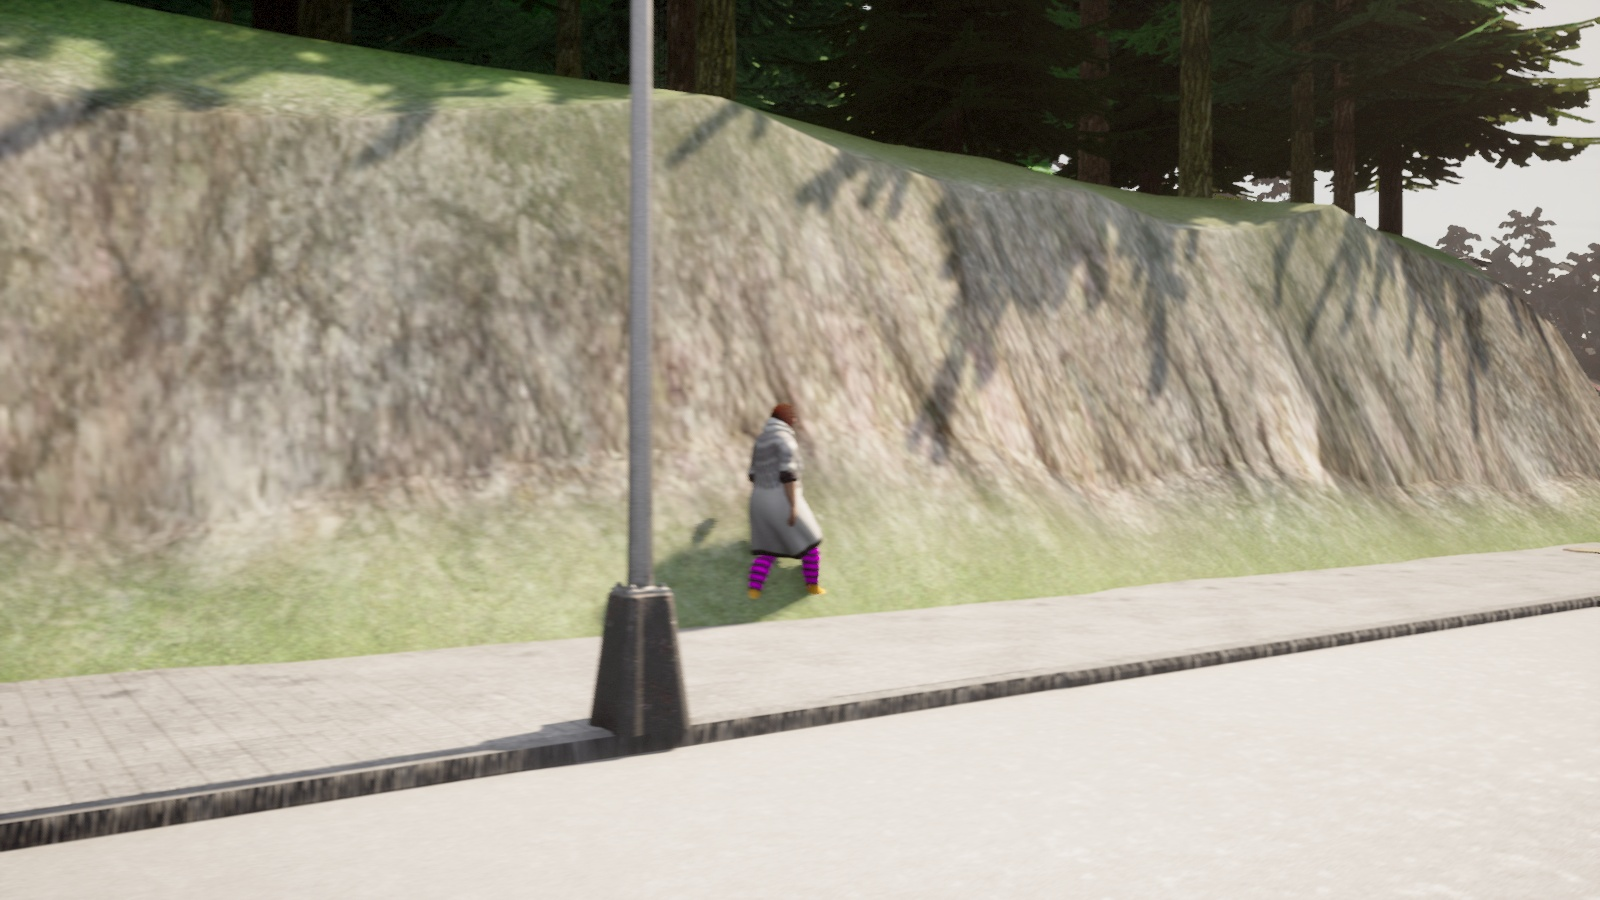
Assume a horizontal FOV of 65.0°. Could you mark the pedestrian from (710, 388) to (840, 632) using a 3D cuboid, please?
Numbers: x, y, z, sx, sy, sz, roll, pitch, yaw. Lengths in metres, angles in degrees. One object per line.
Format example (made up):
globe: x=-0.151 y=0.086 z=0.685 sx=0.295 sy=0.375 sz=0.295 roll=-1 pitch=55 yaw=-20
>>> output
pedestrian: x=-0.215 y=0.482 z=10.594 sx=0.873 sy=1.952 sz=0.659 roll=0 pitch=0 yaw=-35
